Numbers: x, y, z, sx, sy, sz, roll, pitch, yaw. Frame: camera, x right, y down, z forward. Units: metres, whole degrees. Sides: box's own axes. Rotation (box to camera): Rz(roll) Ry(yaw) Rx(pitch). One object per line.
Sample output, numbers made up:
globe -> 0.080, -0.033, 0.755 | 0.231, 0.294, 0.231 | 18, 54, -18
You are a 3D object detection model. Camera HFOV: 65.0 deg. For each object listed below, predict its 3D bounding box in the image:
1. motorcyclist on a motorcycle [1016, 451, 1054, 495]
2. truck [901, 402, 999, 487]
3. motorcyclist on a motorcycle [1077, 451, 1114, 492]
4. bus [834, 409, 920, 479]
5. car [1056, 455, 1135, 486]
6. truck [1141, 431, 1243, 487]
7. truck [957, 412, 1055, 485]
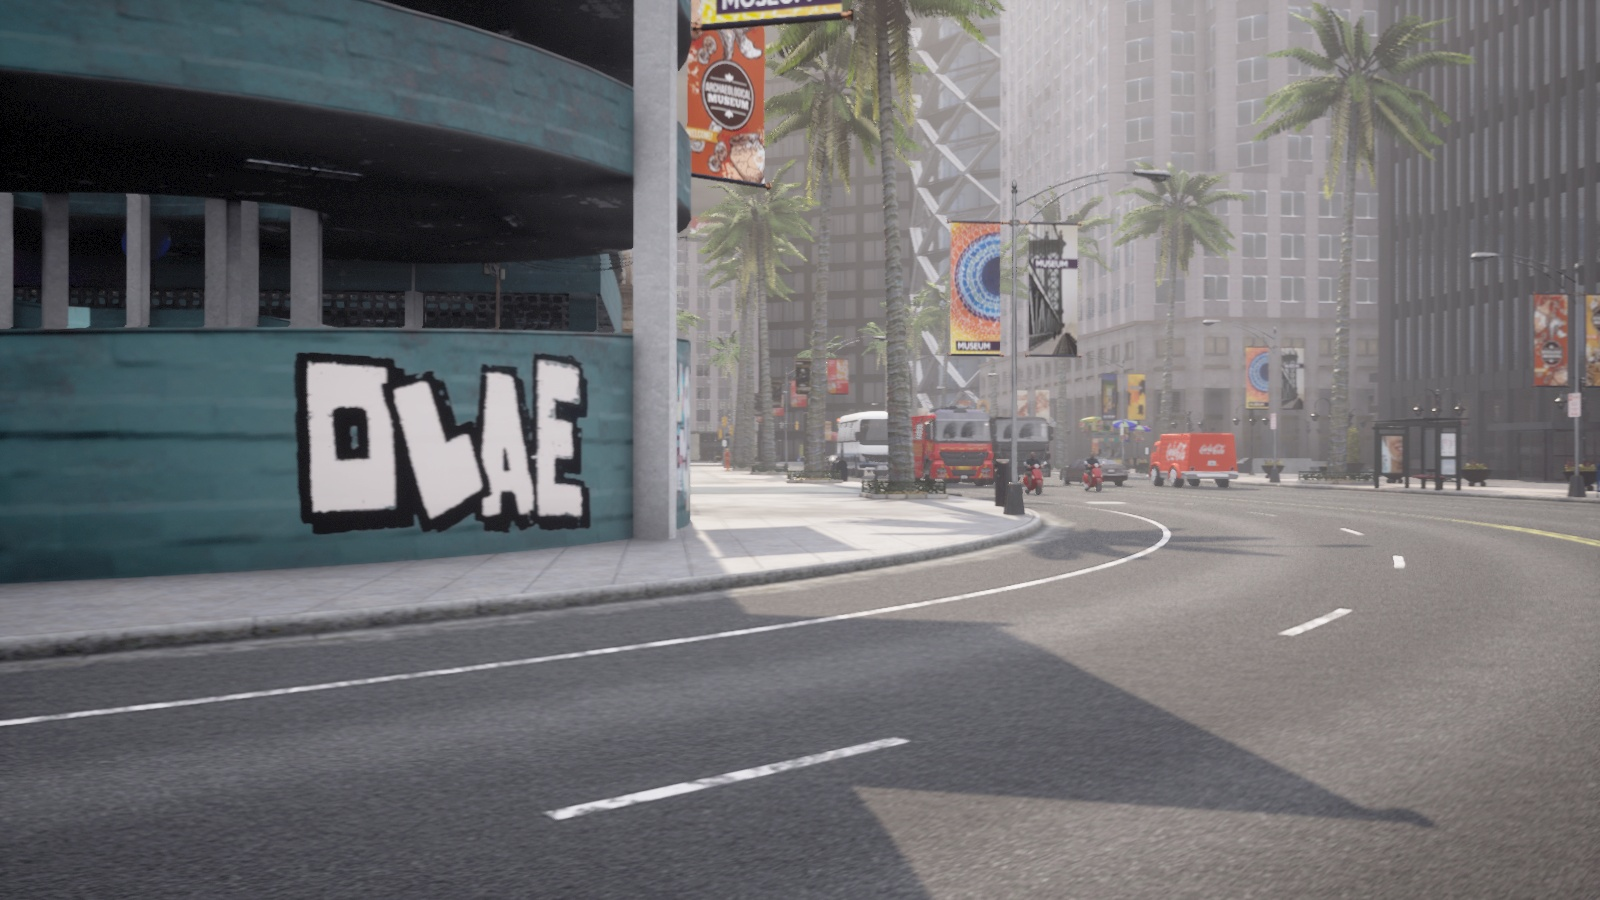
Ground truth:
motorcyclist on a motorcycle -> 8.651, 0.830, 46.240 | 0.866, 1.590, 1.817 | 0, 0, -6
truck -> 7.098, -0.235, 60.915 | 2.891, 3.827, 8.468 | 0, 0, -6
motorcyclist on a motorcycle -> 11.762, 0.834, 50.094 | 0.866, 1.590, 1.817 | 0, 0, -6
bus -> 4.840, -0.369, 82.087 | 3.944, 4.253, 10.273 | 0, 0, -6
car -> 14.176, 0.957, 60.587 | 2.033, 1.411, 5.357 | 0, 0, -6
truck -> 17.976, 0.403, 57.942 | 2.627, 2.467, 5.204 | 0, 0, -6
truck -> 10.315, -0.051, 63.761 | 2.891, 3.462, 7.936 | 0, 0, -6
